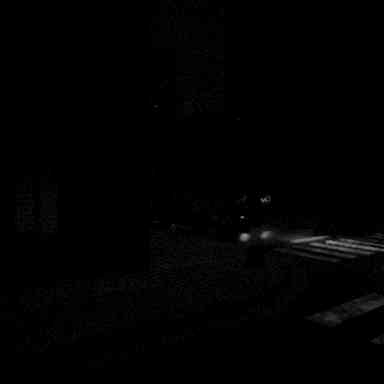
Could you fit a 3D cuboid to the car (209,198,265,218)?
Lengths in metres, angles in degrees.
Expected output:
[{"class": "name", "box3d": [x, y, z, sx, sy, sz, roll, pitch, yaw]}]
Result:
[{"class": "car", "box3d": [3.627, 1.238, 27.547, 1.752, 1.417, 4.829, 1, 0, -36]}]

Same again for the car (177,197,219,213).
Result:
[{"class": "car", "box3d": [0.505, 1.219, 31.846, 1.802, 1.307, 4.206, 1, 0, -36]}]

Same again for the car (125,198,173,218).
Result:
[{"class": "car", "box3d": [-3.683, 1.274, 27.782, 1.895, 1.301, 4.718, 0, 1, -36]}]

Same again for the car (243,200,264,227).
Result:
[{"class": "car", "box3d": [2.132, 1.308, 19.792, 2.128, 1.511, 4.902, 0, 1, -34]}]

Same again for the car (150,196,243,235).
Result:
[{"class": "car", "box3d": [0.049, 1.147, 17.972, 2.192, 1.841, 5.009, 1, 0, -36]}]
